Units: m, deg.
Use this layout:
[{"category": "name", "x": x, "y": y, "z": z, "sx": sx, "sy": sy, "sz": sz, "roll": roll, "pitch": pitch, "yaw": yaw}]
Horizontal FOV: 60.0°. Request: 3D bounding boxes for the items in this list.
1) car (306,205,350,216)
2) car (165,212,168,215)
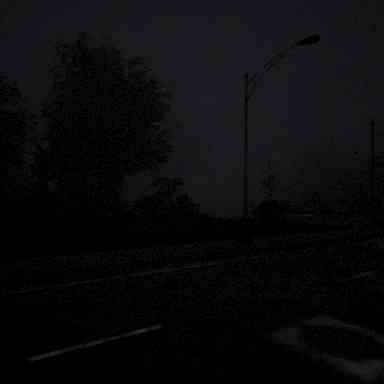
[{"category": "car", "x": 17.316, "y": 2.341, "z": 42.444, "sx": 2.033, "sy": 1.411, "sz": 5.357, "roll": 1, "pitch": -3, "yaw": -32}, {"category": "car", "x": -5.757, "y": 3.522, "z": 59.356, "sx": 2.128, "sy": 1.511, "sz": 4.902, "roll": 1, "pitch": -4, "yaw": -32}]
